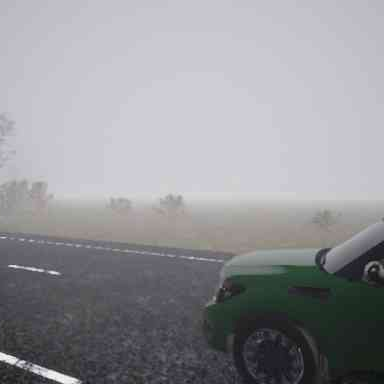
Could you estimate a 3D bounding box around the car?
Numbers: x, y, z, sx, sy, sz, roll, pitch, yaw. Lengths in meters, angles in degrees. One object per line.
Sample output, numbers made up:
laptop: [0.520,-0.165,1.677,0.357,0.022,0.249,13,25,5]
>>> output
car: [2.889,1.204,3.652,5.566,2.045,2.150,0,0,27]
